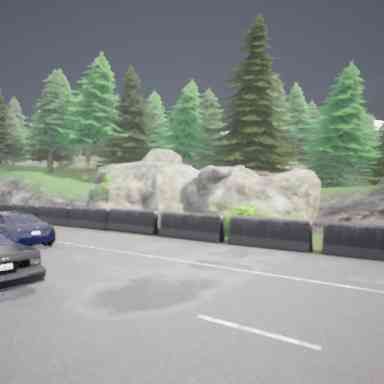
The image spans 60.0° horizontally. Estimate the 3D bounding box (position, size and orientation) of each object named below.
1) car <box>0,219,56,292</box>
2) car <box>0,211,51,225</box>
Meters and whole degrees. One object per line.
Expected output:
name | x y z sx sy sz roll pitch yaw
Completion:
car | -5.650 1.482 7.882 5.357 1.411 2.033 0 1 35
car | -7.369 1.457 13.365 4.181 1.385 1.994 0 1 35
